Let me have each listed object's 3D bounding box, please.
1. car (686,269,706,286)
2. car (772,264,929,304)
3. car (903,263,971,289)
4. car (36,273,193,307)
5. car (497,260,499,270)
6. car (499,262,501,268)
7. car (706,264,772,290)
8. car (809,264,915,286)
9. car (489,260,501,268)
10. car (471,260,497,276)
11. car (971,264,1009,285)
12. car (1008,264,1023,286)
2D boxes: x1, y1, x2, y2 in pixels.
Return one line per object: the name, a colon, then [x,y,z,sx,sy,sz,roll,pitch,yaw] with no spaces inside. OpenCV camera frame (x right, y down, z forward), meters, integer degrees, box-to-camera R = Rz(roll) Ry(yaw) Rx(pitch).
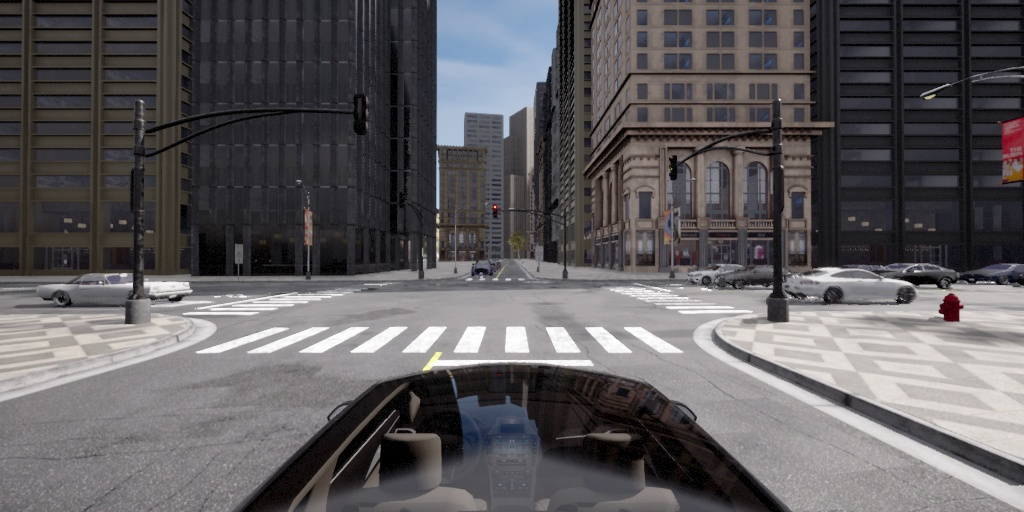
car: [14.640,1.281,24.964,4.674,1.442,1.812,0,0,0]
car: [13.982,1.201,15.011,4.674,1.442,1.812,0,0,0]
car: [23.814,1.197,21.717,4.902,1.511,2.128,0,0,0]
car: [-16.374,1.376,14.986,4.718,1.301,1.895,0,0,0]
car: [-3.054,1.409,46.388,1.994,1.385,4.181,0,0,0]
car: [-3.049,1.439,55.419,1.994,1.385,4.181,0,0,0]
car: [14.704,1.254,21.704,4.674,1.442,1.812,0,0,-1]
car: [24.222,1.278,24.969,5.357,1.411,2.033,0,0,0]
car: [-3.024,1.476,65.386,1.994,1.385,4.181,0,0,0]
car: [-3.044,1.171,37.616,2.097,1.767,4.553,0,0,0]
car: [34.649,1.253,24.975,5.357,1.411,2.033,0,0,-1]
car: [33.686,1.245,21.717,4.181,1.385,1.994,0,0,0]
